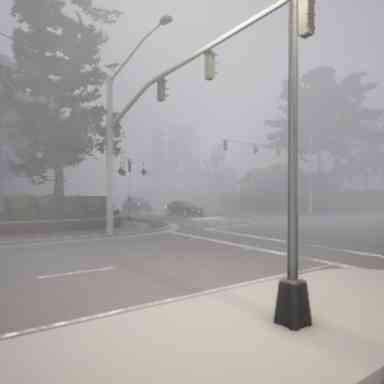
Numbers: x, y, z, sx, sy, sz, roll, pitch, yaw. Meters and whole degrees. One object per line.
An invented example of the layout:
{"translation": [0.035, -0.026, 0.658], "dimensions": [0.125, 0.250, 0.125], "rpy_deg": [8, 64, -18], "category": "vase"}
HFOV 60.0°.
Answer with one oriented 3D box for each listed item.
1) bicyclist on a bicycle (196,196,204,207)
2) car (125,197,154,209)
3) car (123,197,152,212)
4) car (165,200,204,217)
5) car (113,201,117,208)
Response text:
{"translation": [1.106, 1.376, 47.406], "dimensions": [1.656, 1.620, 0.582], "rpy_deg": [0, 0, -36], "category": "bicyclist on a bicycle"}
{"translation": [-7.649, 1.547, 47.916], "dimensions": [2.128, 1.511, 4.902], "rpy_deg": [0, 0, -36], "category": "car"}
{"translation": [-6.617, 1.398, 40.200], "dimensions": [2.097, 1.767, 4.553], "rpy_deg": [0, 0, -36], "category": "car"}
{"translation": [-0.758, 1.551, 32.126], "dimensions": [1.837, 1.490, 4.892], "rpy_deg": [0, 0, -36], "category": "car"}
{"translation": [-12.464, 1.610, 48.264], "dimensions": [1.994, 1.385, 4.181], "rpy_deg": [0, 0, -36], "category": "car"}
